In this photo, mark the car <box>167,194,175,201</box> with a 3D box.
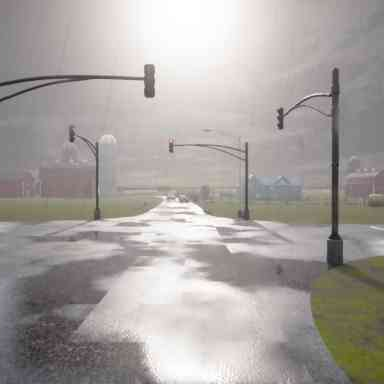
[{"bbox_3d":[-4.676,1.182,73.890,1.812,1.442,4.674,0,0,-3],"label":"car"}]

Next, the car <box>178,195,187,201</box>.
[{"bbox_3d":[-2.297,1.463,79.874,1.837,1.490,4.892,0,0,-4],"label":"car"}]

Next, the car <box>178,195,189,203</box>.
[{"bbox_3d":[-1.690,1.624,69.889,1.895,1.301,4.718,0,0,-3],"label":"car"}]
